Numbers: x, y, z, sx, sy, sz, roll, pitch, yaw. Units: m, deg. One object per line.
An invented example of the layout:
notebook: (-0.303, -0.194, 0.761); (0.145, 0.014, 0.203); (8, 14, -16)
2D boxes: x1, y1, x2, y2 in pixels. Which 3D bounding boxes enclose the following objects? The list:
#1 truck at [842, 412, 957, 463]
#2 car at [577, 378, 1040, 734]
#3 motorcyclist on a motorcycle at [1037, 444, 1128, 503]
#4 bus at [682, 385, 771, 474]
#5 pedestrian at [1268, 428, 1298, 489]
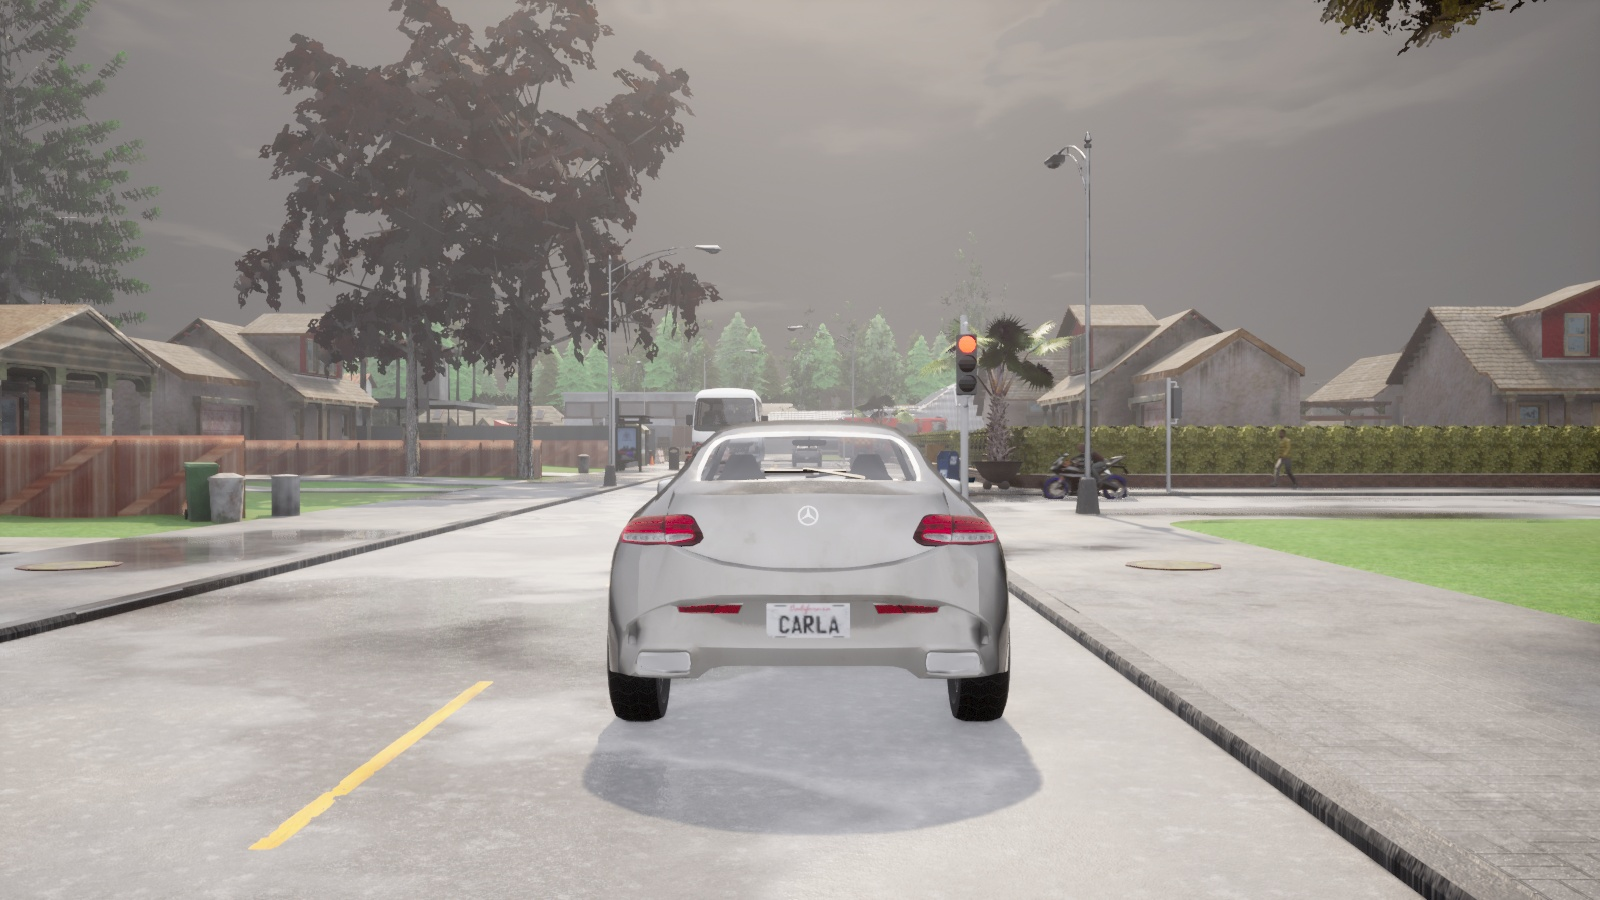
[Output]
truck: (7.411, -0.946, 94.580); (8.468, 3.827, 2.891); (0, 0, 0)
car: (0.062, 0.478, 8.355); (2.152, 1.651, 5.027); (0, 0, 1)
motorcyclist on a motorcycle: (7.389, 0.602, 32.901); (2.191, 1.530, 0.866); (0, 1, -1)
bus: (-3.622, -1.001, 65.183); (3.944, 4.253, 10.273); (0, 0, 0)
pedestrian: (14.502, 0.255, 37.711); (0.709, 1.840, 0.431); (0, 0, -16)
